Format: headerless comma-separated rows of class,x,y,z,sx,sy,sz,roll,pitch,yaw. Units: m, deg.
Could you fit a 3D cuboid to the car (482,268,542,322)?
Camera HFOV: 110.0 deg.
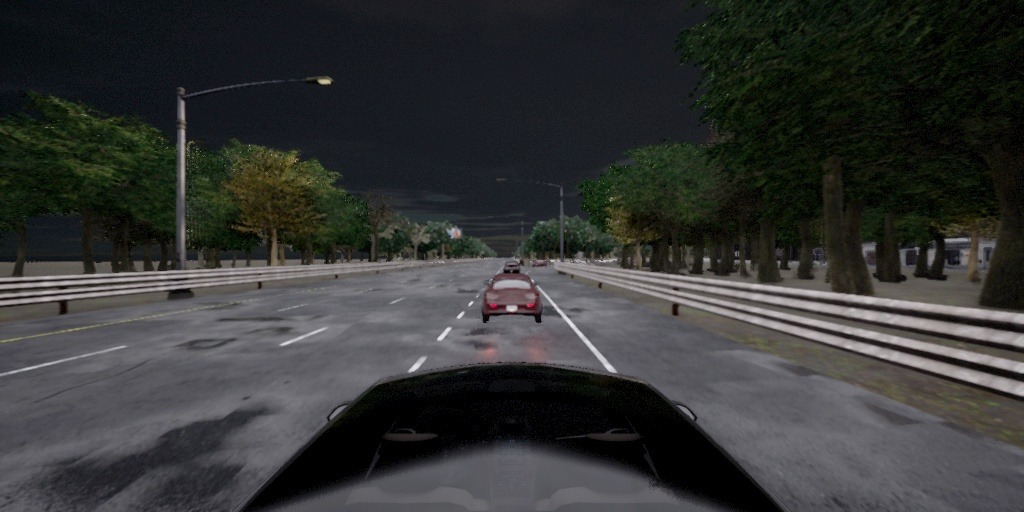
car,-0.008,1.312,12.309,1.812,1.442,4.674,0,-1,0

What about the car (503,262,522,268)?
car,0.035,1.357,39.464,1.837,1.490,4.892,-1,0,2
